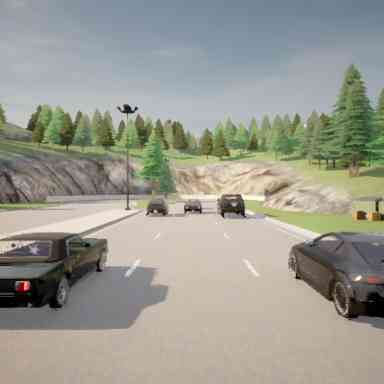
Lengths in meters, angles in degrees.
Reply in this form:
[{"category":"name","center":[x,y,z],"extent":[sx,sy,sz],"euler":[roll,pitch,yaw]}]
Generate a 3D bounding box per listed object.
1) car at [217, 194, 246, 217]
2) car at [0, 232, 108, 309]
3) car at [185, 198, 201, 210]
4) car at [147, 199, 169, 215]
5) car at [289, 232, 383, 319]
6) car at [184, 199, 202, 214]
[{"category":"car","center":[3.606,1.221,31.089],"extent":[2.150,2.045,5.566],"euler":[0,0,0]},{"category":"car","center":[-3.399,1.601,7.799],"extent":[1.895,1.301,4.718],"euler":[0,0,0]},{"category":"car","center":[0.203,1.564,44.613],"extent":[1.994,1.385,4.181],"euler":[0,0,2]},{"category":"car","center":[-3.394,1.505,33.199],"extent":[1.837,1.490,4.892],"euler":[0,0,0]},{"category":"car","center":[3.600,1.564,7.368],"extent":[1.994,1.385,4.181],"euler":[0,0,0]},{"category":"car","center":[0.107,1.601,35.852],"extent":[1.895,1.301,4.718],"euler":[0,0,0]}]
